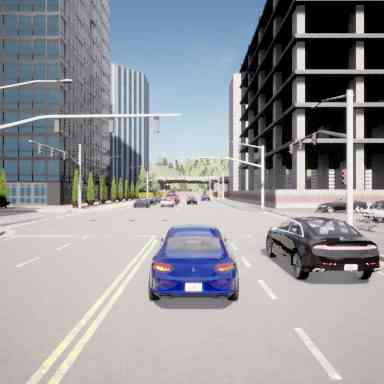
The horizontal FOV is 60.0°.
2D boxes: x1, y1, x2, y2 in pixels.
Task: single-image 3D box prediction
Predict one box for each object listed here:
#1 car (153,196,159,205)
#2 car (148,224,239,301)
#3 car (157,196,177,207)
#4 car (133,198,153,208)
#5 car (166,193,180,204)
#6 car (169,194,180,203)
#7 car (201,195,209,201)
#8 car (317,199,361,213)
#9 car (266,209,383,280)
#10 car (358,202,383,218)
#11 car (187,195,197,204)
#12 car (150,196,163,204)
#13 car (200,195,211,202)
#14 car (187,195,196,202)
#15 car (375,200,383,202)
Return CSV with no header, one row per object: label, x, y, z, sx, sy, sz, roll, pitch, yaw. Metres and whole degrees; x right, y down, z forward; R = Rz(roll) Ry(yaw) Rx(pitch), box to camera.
car,-7.198,1.601,56.896,1.895,1.301,4.718,0,0,0
car,0.044,1.526,8.226,1.812,1.442,4.674,0,0,0
car,-3.695,1.601,50.263,1.895,1.301,4.718,0,0,0
car,-7.190,1.564,48.135,1.994,1.385,4.181,0,0,0
car,-3.693,1.221,60.038,2.150,2.045,5.566,0,0,0
car,-3.638,1.355,70.028,2.097,1.767,4.553,0,0,0
car,3.329,1.483,86.902,1.837,1.490,4.892,0,0,0
car,15.515,1.436,34.543,4.902,1.511,2.128,0,0,0
car,3.560,1.492,9.949,2.128,1.511,4.902,0,0,-1
car,14.924,1.545,23.820,4.718,1.301,1.895,0,0,0
car,-0.018,1.601,61.428,1.895,1.301,4.718,0,0,0
car,-7.151,1.547,67.525,2.033,1.411,5.357,0,0,0
car,3.347,1.522,77.827,1.812,1.442,4.674,0,0,0
car,-0.158,1.525,80.551,2.128,1.511,4.902,0,0,0
car,19.762,1.166,31.054,5.566,2.045,2.150,0,0,0
